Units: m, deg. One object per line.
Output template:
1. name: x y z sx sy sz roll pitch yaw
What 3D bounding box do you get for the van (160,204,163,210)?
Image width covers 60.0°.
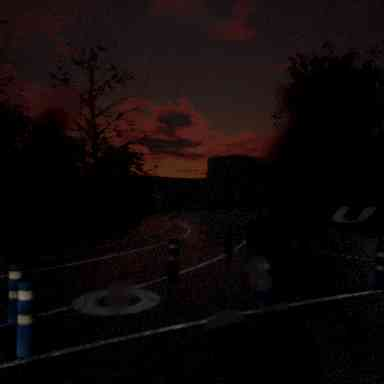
1. van: -7.519 3.913 83.473 1.878 1.987 4.442 1 -4 -38

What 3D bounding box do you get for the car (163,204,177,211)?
1. car: -4.074 3.848 79.036 2.163 1.488 4.792 1 -4 -38

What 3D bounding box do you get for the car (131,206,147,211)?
1. car: -14.212 4.803 92.073 2.002 1.452 4.674 1 -4 -38

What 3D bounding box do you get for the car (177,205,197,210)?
1. car: -0.692 3.545 74.714 2.002 1.452 4.674 3 -5 -38
